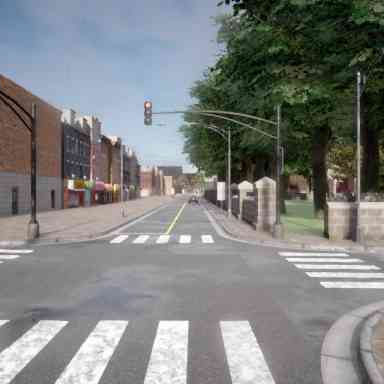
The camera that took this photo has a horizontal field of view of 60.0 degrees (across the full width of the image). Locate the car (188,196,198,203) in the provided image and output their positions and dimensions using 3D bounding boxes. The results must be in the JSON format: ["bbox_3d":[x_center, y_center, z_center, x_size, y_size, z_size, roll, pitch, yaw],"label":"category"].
[{"bbox_3d":[0.208,1.506,67.028,2.033,1.411,5.357,0,0,-1],"label":"car"}]
